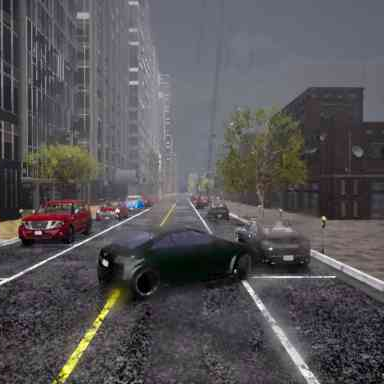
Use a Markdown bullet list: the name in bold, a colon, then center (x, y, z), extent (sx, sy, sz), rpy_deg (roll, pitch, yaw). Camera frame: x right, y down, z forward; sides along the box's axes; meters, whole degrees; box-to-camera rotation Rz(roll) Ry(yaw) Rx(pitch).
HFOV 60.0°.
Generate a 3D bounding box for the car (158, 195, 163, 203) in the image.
- **car**: center (-7.425, 1.522, 66.287), extent (1.887, 1.381, 4.507), rpy_deg (-1, 0, -2)

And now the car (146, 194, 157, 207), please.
- **car**: center (-6.989, 1.299, 49.688), extent (2.192, 1.841, 5.009), rpy_deg (-1, 0, -2)

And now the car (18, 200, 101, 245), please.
- **car**: center (-6.193, 1.310, 15.761), extent (2.192, 1.841, 5.009), rpy_deg (-1, 0, -2)

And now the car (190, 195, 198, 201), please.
- **car**: center (0.513, 1.537, 83.095), extent (1.947, 1.339, 4.313), rpy_deg (-1, 0, -2)

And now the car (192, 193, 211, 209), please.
- **car**: center (1.535, 1.301, 44.367), extent (2.192, 1.841, 5.009), rpy_deg (-1, 0, -2)

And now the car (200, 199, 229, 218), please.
- **car**: center (2.009, 1.543, 27.034), extent (2.008, 1.369, 4.403), rpy_deg (-1, 0, -2)

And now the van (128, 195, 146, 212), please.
- **van**: center (-6.696, 1.329, 38.622), extent (1.690, 1.788, 3.998), rpy_deg (-1, 0, -2)

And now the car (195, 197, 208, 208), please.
- **car**: center (1.387, 1.509, 50.070), extent (1.752, 1.417, 4.829), rpy_deg (-1, 0, -2)

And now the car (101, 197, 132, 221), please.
- **car**: center (-6.394, 1.432, 26.829), extent (1.967, 1.590, 4.097), rpy_deg (-1, 0, -2)

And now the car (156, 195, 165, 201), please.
- **car**: center (-7.861, 1.497, 82.715), extent (1.752, 1.417, 4.829), rpy_deg (-1, 0, -2)

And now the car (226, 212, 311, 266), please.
- **car**: center (2.547, 1.548, 11.175), extent (2.008, 1.369, 4.403), rpy_deg (-1, 0, -2)

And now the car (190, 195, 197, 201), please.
- **car**: center (0.367, 1.551, 88.628), extent (1.802, 1.307, 4.206), rpy_deg (-1, 0, -2)

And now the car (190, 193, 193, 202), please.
- **car**: center (0.802, 1.291, 72.030), extent (2.192, 1.841, 5.009), rpy_deg (-1, 0, -2)

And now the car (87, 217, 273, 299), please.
- **car**: center (-0.235, 1.557, 8.490), extent (4.181, 1.385, 1.994), rpy_deg (0, 0, -32)
